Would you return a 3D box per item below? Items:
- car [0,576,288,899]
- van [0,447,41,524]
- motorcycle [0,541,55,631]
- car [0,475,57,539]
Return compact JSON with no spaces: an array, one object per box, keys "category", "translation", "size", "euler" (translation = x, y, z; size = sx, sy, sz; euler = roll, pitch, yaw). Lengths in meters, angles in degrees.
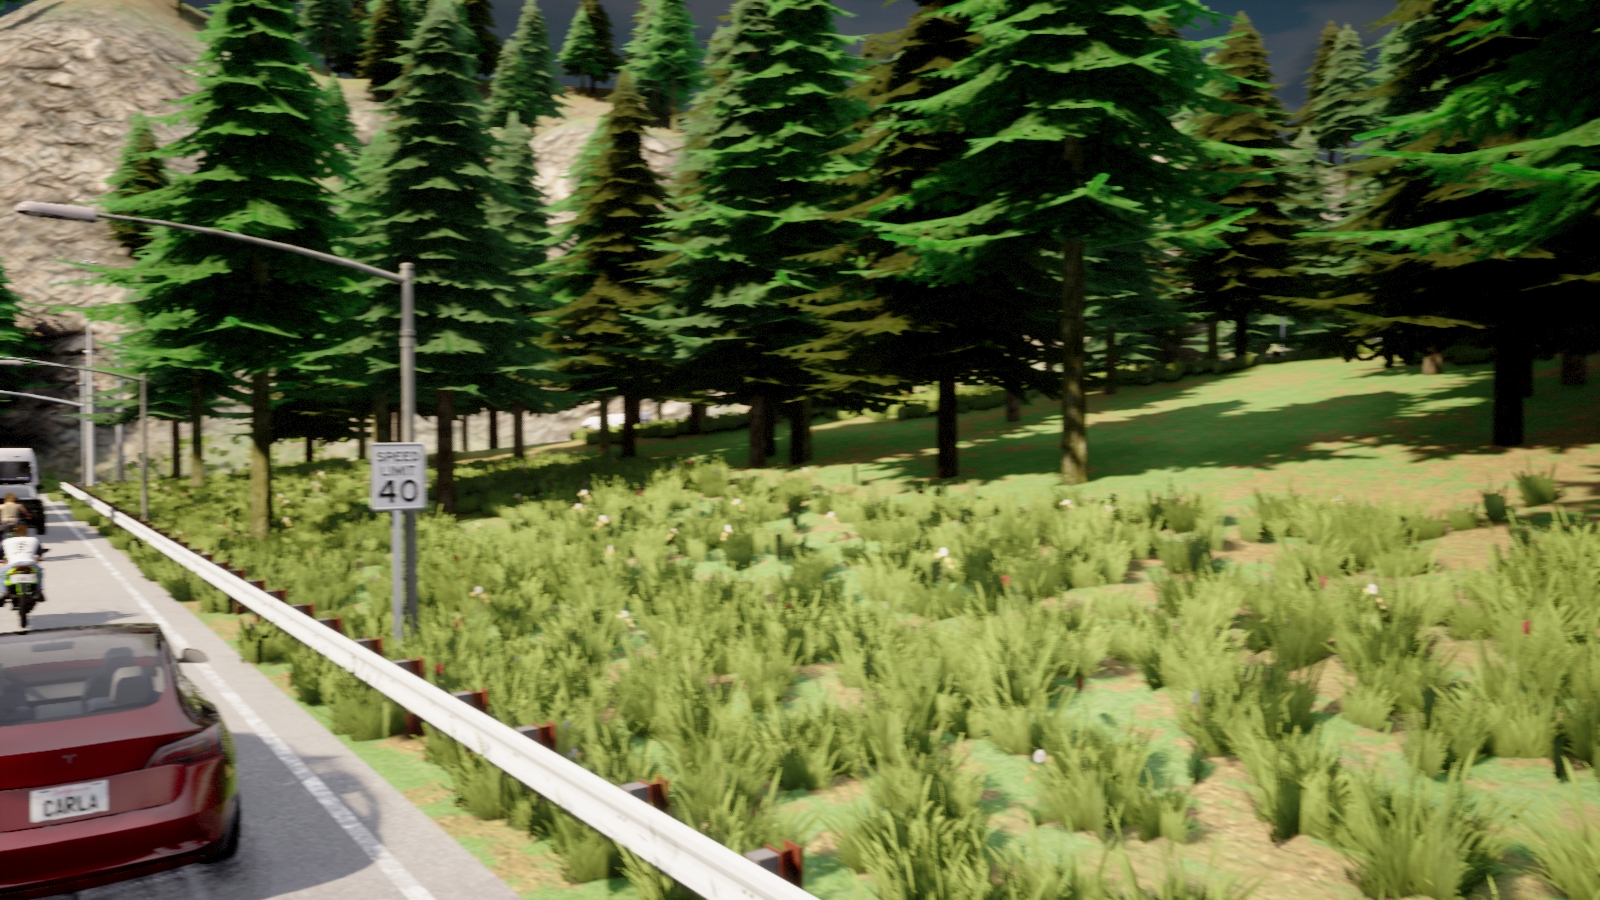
[{"category":"car","translation":[-5.398,1.973,8.338],"size":[2.163,1.488,4.792],"euler":[-1,1,-35]},{"category":"van","translation":[-28.368,1.184,40.712],"size":[1.988,2.561,5.915],"euler":[-1,1,-35]},{"category":"motorcycle","translation":[-11.929,2.049,17.486],"size":[0.803,1.145,2.033],"euler":[-1,0,-35]},{"category":"car","translation":[-23.982,1.679,34.732],"size":[2.097,1.638,5.238],"euler":[-1,1,-35]}]
